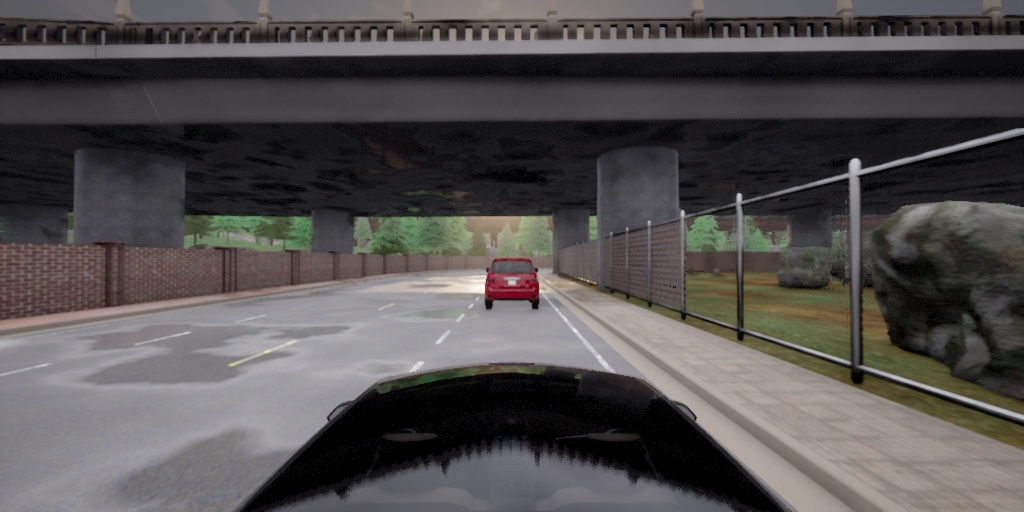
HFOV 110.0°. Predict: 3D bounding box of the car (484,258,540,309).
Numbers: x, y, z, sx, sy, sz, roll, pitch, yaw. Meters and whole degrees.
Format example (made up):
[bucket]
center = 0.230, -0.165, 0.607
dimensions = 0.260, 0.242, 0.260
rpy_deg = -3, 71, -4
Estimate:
[car]
center = 0.006, 1.097, 15.843
dimensions = 2.150, 2.045, 5.566
rpy_deg = 0, 0, 0
